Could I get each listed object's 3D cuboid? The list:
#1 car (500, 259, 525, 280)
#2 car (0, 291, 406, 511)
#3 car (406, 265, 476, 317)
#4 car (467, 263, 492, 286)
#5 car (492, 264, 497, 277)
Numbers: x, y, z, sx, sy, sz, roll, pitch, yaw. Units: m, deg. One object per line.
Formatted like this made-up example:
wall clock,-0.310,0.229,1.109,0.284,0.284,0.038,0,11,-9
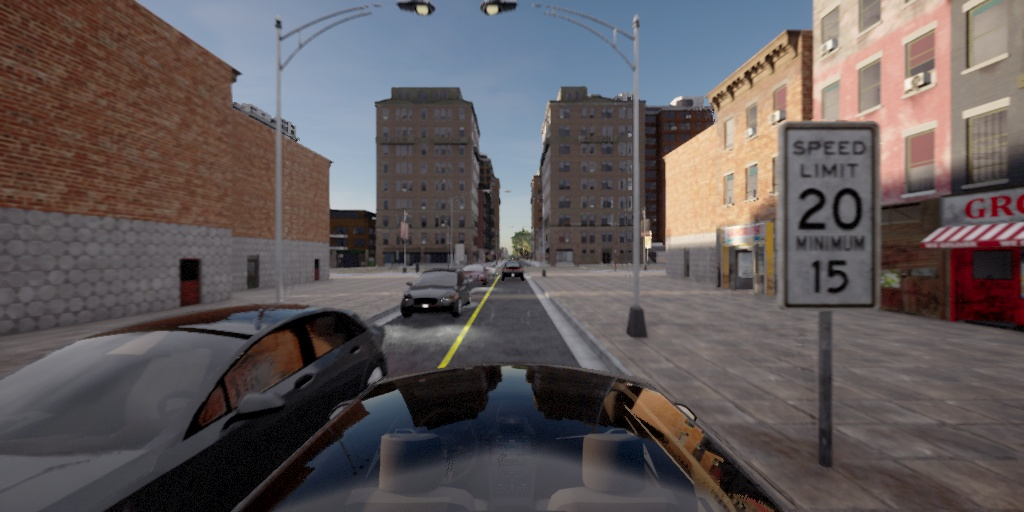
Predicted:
car,0.074,1.240,30.591,1.837,1.490,4.892,0,0,0
car,-2.590,1.256,3.028,1.837,1.490,4.892,0,0,0
car,-2.601,1.251,13.215,1.837,1.490,4.892,0,0,0
car,-2.598,1.266,25.164,1.812,1.442,4.674,0,0,0
car,-2.530,1.400,35.911,1.895,1.301,4.718,0,0,0
